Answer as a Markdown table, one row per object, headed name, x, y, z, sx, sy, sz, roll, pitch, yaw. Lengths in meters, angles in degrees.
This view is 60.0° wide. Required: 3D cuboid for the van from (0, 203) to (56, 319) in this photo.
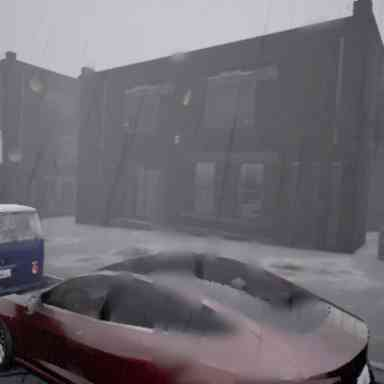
| name | x | y | z | sx | sy | sz | roll | pitch | yaw |
| --- | --- | --- | --- | --- | --- | --- | --- | --- | --- |
| van | -5.144 | 1.189 | 7.197 | 4.442 | 1.987 | 1.878 | 1 | 0 | 35 |
